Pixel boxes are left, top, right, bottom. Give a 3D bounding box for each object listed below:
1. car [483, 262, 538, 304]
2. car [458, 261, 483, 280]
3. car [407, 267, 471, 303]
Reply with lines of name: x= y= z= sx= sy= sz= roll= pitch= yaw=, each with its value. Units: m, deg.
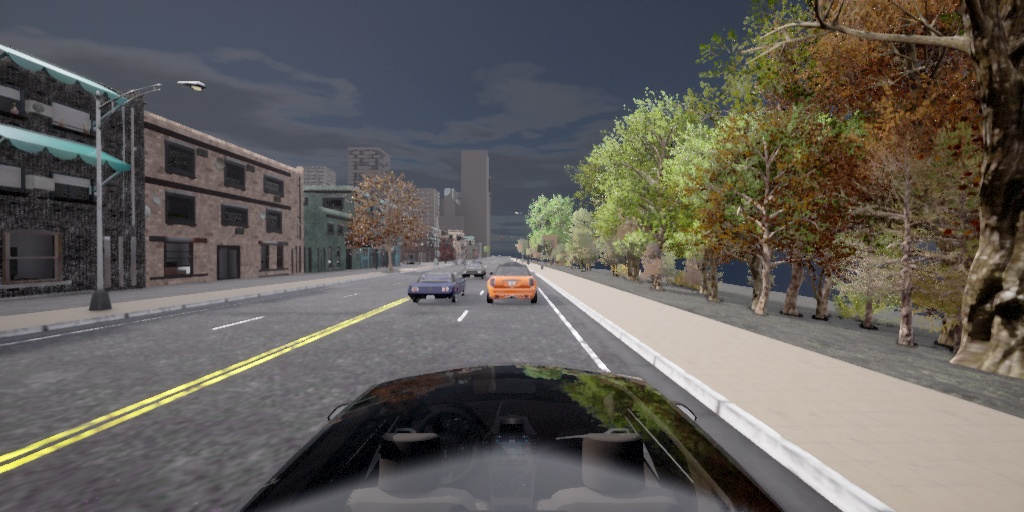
car: x=0.000 y=1.110 z=16.471 sx=2.097 sy=1.767 sz=4.553 roll=0 pitch=0 yaw=0
car: x=-3.249 y=1.358 z=31.531 sx=1.895 sy=1.301 sz=4.718 roll=0 pitch=0 yaw=0
car: x=-3.250 y=1.361 z=16.531 sx=1.895 sy=1.301 sz=4.718 roll=0 pitch=0 yaw=0
